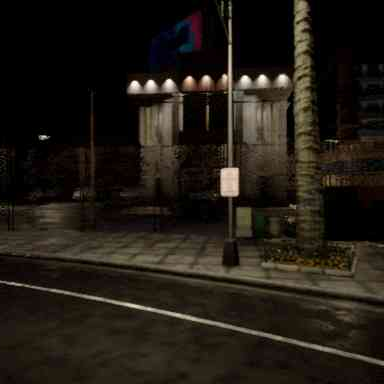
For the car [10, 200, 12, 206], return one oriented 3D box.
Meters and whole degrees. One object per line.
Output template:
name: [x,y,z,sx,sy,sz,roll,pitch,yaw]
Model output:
car: [-24.244,1.394,48.072,4.718,1.301,1.895,0,0,8]
